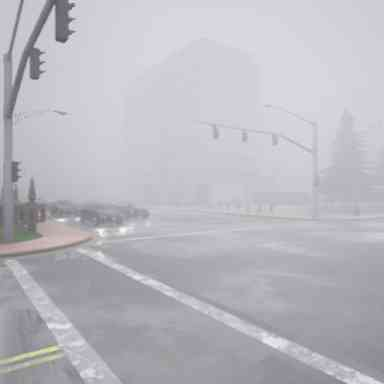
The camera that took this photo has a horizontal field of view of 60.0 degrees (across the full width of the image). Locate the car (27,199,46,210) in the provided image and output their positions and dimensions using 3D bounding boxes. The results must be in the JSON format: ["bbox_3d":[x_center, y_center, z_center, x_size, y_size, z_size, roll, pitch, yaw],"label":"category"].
[{"bbox_3d":[-17.648,1.544,39.131,1.994,1.385,4.181,0,0,-35],"label":"car"}]

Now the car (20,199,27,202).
[{"bbox_3d":[-23.555,1.581,47.493,1.895,1.301,4.718,0,0,-35],"label":"car"}]

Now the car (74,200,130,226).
[{"bbox_3d":[-6.413,1.485,23.333,1.837,1.490,4.892,0,0,-35],"label":"car"}]

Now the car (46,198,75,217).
[{"bbox_3d":[-11.865,1.485,30.988,1.837,1.490,4.892,0,0,-36],"label":"car"}]

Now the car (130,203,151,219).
[{"bbox_3d":[-5.297,1.572,27.800,1.895,1.301,4.718,0,0,-35],"label":"car"}]

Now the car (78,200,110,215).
[{"bbox_3d":[-10.390,1.535,34.952,1.994,1.385,4.181,0,0,-35],"label":"car"}]

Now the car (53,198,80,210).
[{"bbox_3d":[-16.473,1.519,43.517,2.033,1.411,5.357,0,0,-35],"label":"car"}]
